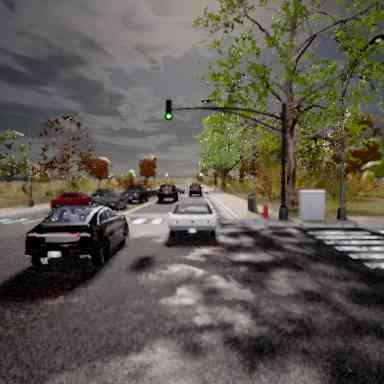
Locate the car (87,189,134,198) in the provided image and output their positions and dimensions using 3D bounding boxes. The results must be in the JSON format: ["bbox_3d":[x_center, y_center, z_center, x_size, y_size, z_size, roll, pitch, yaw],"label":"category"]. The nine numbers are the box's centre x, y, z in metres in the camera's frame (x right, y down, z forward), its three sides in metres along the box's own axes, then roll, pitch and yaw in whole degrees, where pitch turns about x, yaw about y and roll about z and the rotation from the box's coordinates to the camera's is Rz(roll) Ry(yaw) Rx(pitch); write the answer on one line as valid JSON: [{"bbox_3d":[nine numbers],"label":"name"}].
[{"bbox_3d":[-6.485,0.781,27.302,2.033,1.411,5.357,0,2,1],"label":"car"}]

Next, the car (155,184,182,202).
[{"bbox_3d":[-2.815,0.073,40.497,2.150,2.045,5.566,0,2,1],"label":"car"}]

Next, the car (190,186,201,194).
[{"bbox_3d":[0.792,-0.397,66.194,2.128,1.511,4.902,0,2,1],"label":"car"}]

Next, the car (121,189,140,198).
[{"bbox_3d":[-9.277,0.205,50.647,1.895,1.301,4.718,0,2,1],"label":"car"}]

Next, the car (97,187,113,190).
[{"bbox_3d":[-9.573,0.359,36.166,2.097,1.767,4.553,0,1,1],"label":"car"}]

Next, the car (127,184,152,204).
[{"bbox_3d":[-6.296,0.171,37.496,2.150,2.045,5.566,0,2,1],"label":"car"}]

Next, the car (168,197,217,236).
[{"bbox_3d":[0.038,1.107,14.873,1.895,1.301,4.718,0,2,0],"label":"car"}]

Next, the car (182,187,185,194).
[{"bbox_3d":[-2.442,-0.294,67.083,1.895,1.301,4.718,0,2,1],"label":"car"}]

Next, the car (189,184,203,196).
[{"bbox_3d":[0.607,-0.370,55.803,2.150,2.045,5.566,0,2,1],"label":"car"}]

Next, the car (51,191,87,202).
[{"bbox_3d":[-9.732,0.731,27.159,1.882,1.535,5.008,0,2,3],"label":"car"}]

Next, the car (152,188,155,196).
[{"bbox_3d":[-6.009,0.120,51.752,1.994,1.385,4.181,0,2,1],"label":"car"}]

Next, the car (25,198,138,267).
[{"bbox_3d":[-3.224,1.155,10.195,2.128,1.511,4.902,0,2,0],"label":"car"}]
